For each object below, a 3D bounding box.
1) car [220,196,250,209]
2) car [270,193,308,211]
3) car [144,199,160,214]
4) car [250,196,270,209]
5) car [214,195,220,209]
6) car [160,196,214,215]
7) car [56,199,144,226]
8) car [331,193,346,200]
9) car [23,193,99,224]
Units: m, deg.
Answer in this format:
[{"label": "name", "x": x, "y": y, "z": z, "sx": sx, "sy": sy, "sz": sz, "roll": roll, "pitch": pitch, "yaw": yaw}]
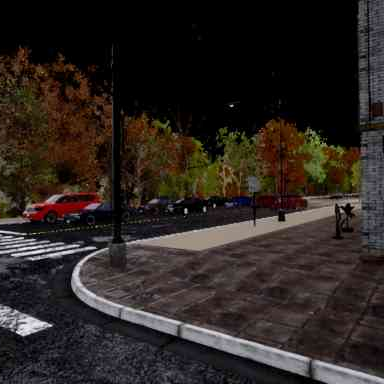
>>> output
[{"label": "car", "x": 5.493, "y": 1.180, "z": 38.457, "sx": 1.812, "sy": 1.442, "sz": 4.674, "roll": -1, "pitch": 0, "yaw": 36}, {"label": "car", "x": 9.997, "y": 0.931, "z": 33.289, "sx": 2.097, "sy": 1.767, "sz": 4.553, "roll": -1, "pitch": 0, "yaw": 36}, {"label": "car", "x": -3.056, "y": 1.348, "z": 32.315, "sx": 2.033, "sy": 1.411, "sz": 5.357, "roll": -1, "pitch": 0, "yaw": 37}, {"label": "car", "x": 8.595, "y": 1.128, "z": 36.862, "sx": 1.812, "sy": 1.442, "sz": 4.674, "roll": -1, "pitch": 0, "yaw": 36}, {"label": "car", "x": 2.760, "y": 1.204, "z": 40.218, "sx": 1.837, "sy": 1.490, "sz": 4.892, "roll": -1, "pitch": 0, "yaw": 37}, {"label": "car", "x": -0.376, "y": 1.260, "z": 30.483, "sx": 1.837, "sy": 1.490, "sz": 4.892, "roll": -1, "pitch": 0, "yaw": 36}, {"label": "car", "x": -6.092, "y": 1.402, "z": 22.704, "sx": 2.033, "sy": 1.411, "sz": 5.357, "roll": -1, "pitch": 0, "yaw": 36}, {"label": "car", "x": 27.841, "y": 0.869, "z": 63.047, "sx": 1.895, "sy": 1.301, "sz": 4.718, "roll": -1, "pitch": 0, "yaw": 36}, {"label": "car", "x": -9.133, "y": 1.127, "z": 24.059, "sx": 2.150, "sy": 2.045, "sz": 5.566, "roll": -1, "pitch": 0, "yaw": 36}]
